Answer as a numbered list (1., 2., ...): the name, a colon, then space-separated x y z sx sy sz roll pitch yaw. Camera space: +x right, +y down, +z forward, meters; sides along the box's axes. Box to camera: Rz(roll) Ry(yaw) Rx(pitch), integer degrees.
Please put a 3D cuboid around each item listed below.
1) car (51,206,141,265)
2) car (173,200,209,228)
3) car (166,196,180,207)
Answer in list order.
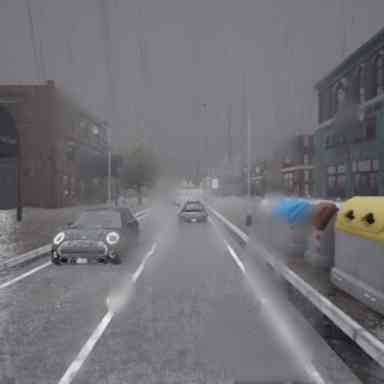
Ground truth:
1. car: -3.099 1.346 11.609 2.097 1.767 4.553 0 0 0
2. car: 0.101 1.502 22.453 2.128 1.511 4.902 0 0 0
3. car: -3.052 1.494 54.229 2.097 1.767 4.553 0 0 0
